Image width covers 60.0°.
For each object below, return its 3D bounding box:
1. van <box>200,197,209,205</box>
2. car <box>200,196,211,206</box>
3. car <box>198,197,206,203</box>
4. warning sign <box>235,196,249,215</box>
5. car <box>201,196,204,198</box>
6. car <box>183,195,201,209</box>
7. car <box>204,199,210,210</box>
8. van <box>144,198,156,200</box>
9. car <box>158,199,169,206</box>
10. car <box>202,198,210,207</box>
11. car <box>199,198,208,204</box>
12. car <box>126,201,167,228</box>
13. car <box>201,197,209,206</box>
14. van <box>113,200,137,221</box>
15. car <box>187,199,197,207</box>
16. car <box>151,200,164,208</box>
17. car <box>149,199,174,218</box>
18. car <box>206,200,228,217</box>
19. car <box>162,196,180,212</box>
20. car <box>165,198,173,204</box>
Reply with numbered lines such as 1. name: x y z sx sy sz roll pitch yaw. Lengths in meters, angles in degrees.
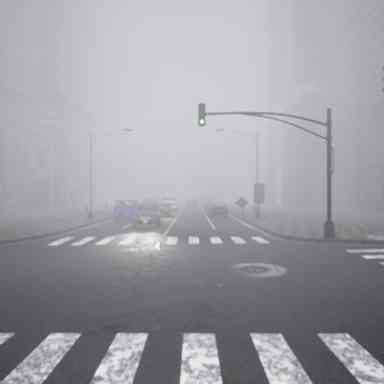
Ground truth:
1. van: 2.718 1.914 73.648 1.690 1.788 3.998 0 0 0
2. car: 2.723 1.843 68.123 2.192 1.841 5.009 0 0 0
3. car: 2.704 2.146 90.224 1.967 1.590 4.097 0 0 0
4. warning sign: 5.049 1.368 33.589 1.300 1.860 1.060 0 0 0
5. car: 2.729 2.029 62.596 1.887 1.381 4.507 0 0 0
6. car: 0.022 1.775 55.005 2.097 1.767 4.553 0 0 0
7. car: 2.748 1.852 40.495 1.887 1.381 4.507 0 0 0
8. van: -5.808 1.692 46.033 1.690 1.788 3.998 0 0 0
9. car: -5.818 2.079 68.131 2.008 1.369 4.403 0 0 0
10. car: 2.744 1.896 46.020 1.887 1.381 4.507 0 0 0
11. car: 2.714 2.168 79.172 2.008 1.369 4.403 0 0 0
12. car: -3.162 1.670 23.991 2.128 1.511 4.902 0 0 -3
13. car: 2.738 1.922 51.716 1.752 1.417 4.829 0 0 0
14. van: -5.799 1.562 29.459 1.690 1.788 3.998 0 0 0
15. car: -0.043 2.027 64.682 1.812 1.442 4.674 0 0 0
16. car: -5.813 2.022 57.081 1.802 1.307 4.206 0 0 0
17. car: -3.114 1.782 34.011 1.812 1.442 4.674 0 0 0
18. car: 2.753 1.808 34.970 1.887 1.381 4.507 0 0 0
19. car: -3.121 1.562 44.648 2.150 2.045 5.566 0 0 0
20. car: -5.827 2.186 84.536 1.752 1.417 4.829 0 0 0
